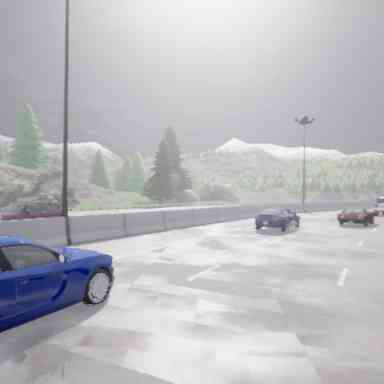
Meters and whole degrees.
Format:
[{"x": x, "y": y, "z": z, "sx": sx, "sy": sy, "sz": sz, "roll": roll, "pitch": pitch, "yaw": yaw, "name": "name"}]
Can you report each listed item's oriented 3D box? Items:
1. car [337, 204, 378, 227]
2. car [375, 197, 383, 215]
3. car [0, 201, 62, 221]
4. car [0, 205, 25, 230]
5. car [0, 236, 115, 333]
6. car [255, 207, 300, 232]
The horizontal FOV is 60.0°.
[{"x": 12.533, "y": 1.836, "z": 25.235, "sx": 1.895, "sy": 1.301, "sz": 4.718, "roll": 0, "pitch": 0, "yaw": 36, "name": "car"}, {"x": 21.602, "y": 1.600, "z": 36.383, "sx": 2.150, "sy": 2.045, "sz": 5.566, "roll": 0, "pitch": 0, "yaw": 42, "name": "car"}, {"x": -9.014, "y": 1.320, "z": 17.804, "sx": 2.097, "sy": 1.767, "sz": 4.553, "roll": 1, "pitch": 0, "yaw": 30, "name": "car"}, {"x": -12.243, "y": 1.502, "z": 19.205, "sx": 1.994, "sy": 1.385, "sz": 4.181, "roll": 0, "pitch": 0, "yaw": 29, "name": "car"}, {"x": -3.359, "y": 1.460, "z": 5.535, "sx": 1.882, "sy": 1.535, "sz": 5.008, "roll": 0, "pitch": 0, "yaw": 26, "name": "car"}, {"x": 5.535, "y": 1.668, "z": 21.296, "sx": 1.812, "sy": 1.442, "sz": 4.674, "roll": 0, "pitch": 0, "yaw": 33, "name": "car"}]
